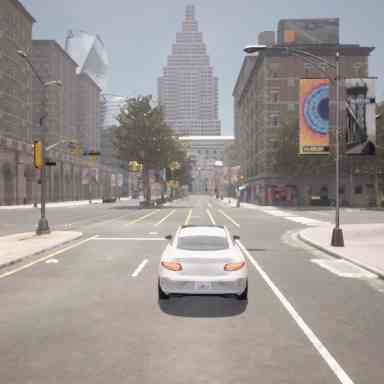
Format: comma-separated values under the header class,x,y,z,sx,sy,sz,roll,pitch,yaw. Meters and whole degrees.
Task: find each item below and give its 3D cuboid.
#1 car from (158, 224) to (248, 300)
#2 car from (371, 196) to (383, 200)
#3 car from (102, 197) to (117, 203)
class,x,y,z,sx,sy,sz,roll,pitch,yaw
car,0.261,1.526,8.285,1.812,1.442,4.674,0,0,2
car,35.971,1.481,67.558,2.231,1.521,4.892,0,0,1
car,-16.742,1.595,67.350,1.895,1.301,4.718,0,0,1
